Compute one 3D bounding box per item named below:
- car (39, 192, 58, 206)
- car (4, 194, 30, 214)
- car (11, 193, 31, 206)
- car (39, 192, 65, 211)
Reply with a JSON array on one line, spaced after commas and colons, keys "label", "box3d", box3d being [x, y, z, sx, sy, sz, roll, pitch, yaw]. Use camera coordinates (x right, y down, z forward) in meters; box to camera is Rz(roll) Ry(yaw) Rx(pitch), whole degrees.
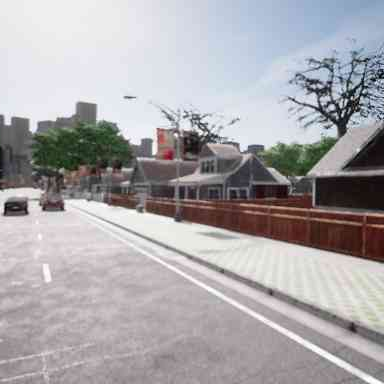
[{"label": "car", "box3d": [-19.202, 0.845, 44.321, 2.097, 1.767, 4.553, 0, 0, -26]}, {"label": "car", "box3d": [-15.829, 1.112, 30.118, 1.882, 1.535, 5.008, 0, 1, -26]}, {"label": "car", "box3d": [-22.028, 0.971, 42.917, 2.128, 1.511, 4.902, 0, 1, -26]}, {"label": "car", "box3d": [-14.741, 0.958, 35.278, 2.097, 1.767, 4.553, 0, 0, -26]}]
